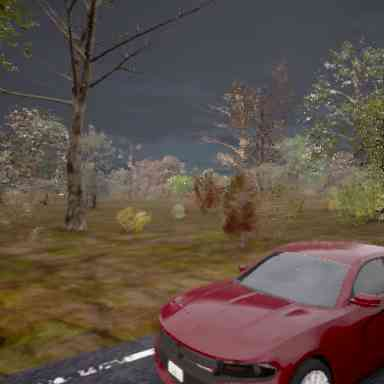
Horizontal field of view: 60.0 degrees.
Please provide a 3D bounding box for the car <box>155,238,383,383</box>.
[{"bbox_3d":[1.872,1.490,4.715,5.008,1.535,1.882,0,0,-36],"label":"car"}]
